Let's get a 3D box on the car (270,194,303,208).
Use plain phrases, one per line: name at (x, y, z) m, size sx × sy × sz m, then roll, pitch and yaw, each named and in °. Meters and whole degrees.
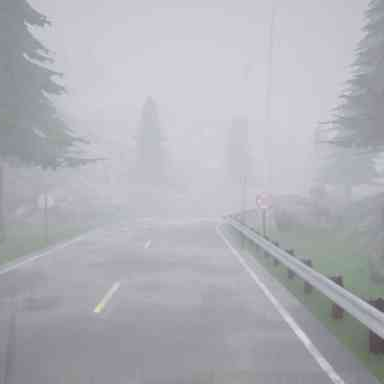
car at (10.843, 1.232, 35.684) m, size 5.566 × 2.045 × 2.150 m, roll 0°, pitch -1°, yaw -21°
